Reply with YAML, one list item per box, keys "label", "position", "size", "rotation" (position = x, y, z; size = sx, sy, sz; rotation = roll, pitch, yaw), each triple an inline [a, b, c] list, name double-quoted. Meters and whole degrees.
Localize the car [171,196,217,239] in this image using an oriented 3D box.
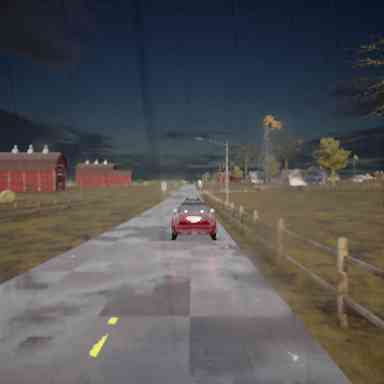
- label: "car"
  position: [0.090, 1.275, 16.997]
  size: [2.097, 1.767, 4.553]
  rotation: [0, 1, 0]
